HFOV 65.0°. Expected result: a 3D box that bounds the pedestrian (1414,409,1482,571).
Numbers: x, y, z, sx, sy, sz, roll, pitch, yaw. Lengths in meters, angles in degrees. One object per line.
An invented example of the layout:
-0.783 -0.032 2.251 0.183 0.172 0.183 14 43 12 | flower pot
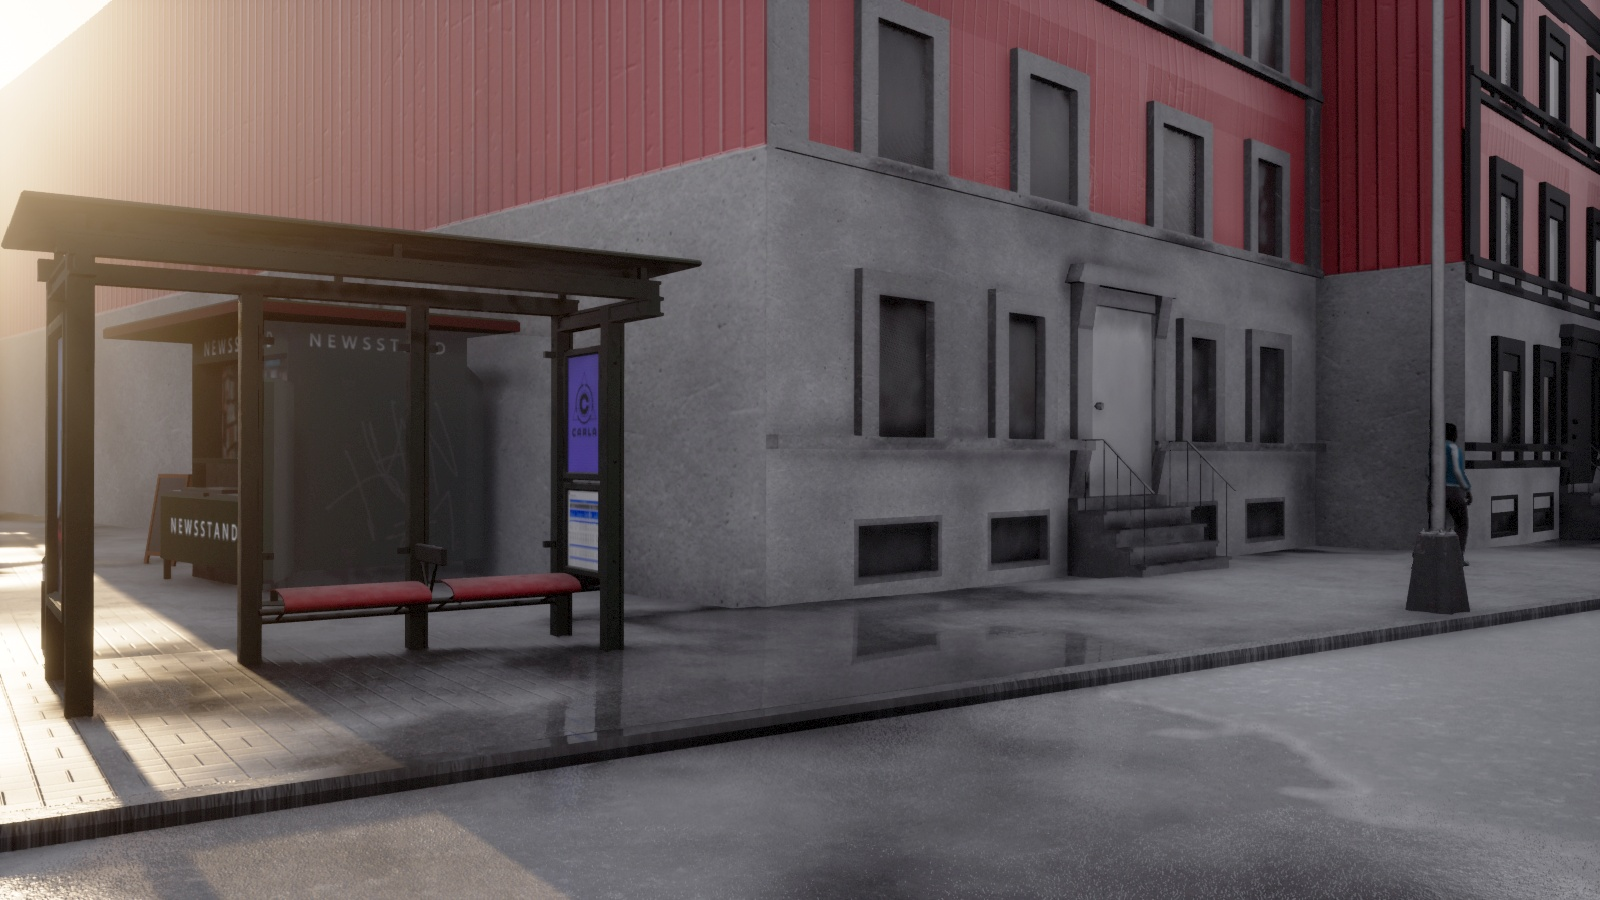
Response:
7.910 0.475 15.325 0.692 1.930 0.396 0 0 -27 | pedestrian
